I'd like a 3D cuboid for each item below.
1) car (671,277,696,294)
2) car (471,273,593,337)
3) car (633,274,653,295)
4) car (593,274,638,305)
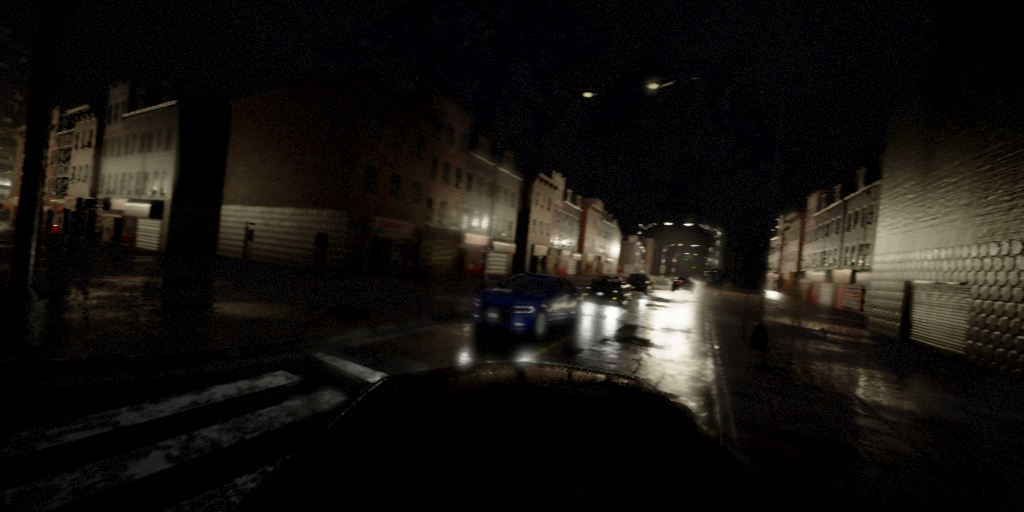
[{"bbox_3d":[16.869,2.851,35.352,1.837,1.490,4.892,6,0,28],"label":"car"},{"bbox_3d":[0.722,1.275,10.880,1.882,1.535,5.008,6,0,28],"label":"car"},{"bbox_3d":[10.127,2.196,28.719,1.837,1.490,4.892,6,0,28],"label":"car"},{"bbox_3d":[5.378,1.804,19.738,1.994,1.385,4.181,6,0,28],"label":"car"}]
